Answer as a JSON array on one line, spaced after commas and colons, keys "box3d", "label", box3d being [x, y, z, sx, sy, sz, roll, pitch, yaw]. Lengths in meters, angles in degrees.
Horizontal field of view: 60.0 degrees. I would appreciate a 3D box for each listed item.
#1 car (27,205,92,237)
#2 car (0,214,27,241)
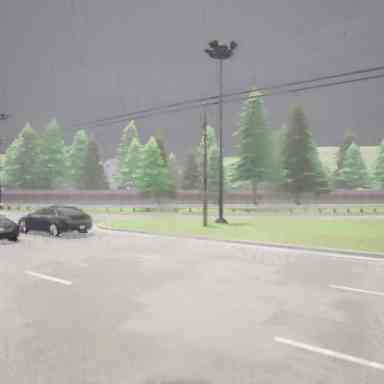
[{"box3d": [-7.403, 1.491, 17.866, 4.892, 1.490, 1.837, 0, 0, 36], "label": "car"}, {"box3d": [-9.775, 1.550, 15.259, 4.181, 1.385, 1.994, 0, 0, 36], "label": "car"}]
